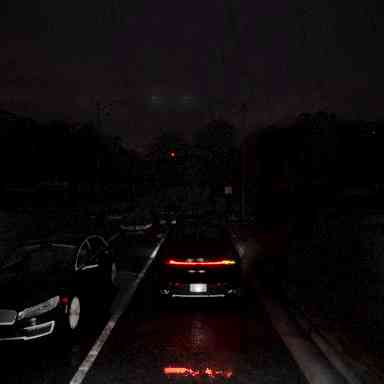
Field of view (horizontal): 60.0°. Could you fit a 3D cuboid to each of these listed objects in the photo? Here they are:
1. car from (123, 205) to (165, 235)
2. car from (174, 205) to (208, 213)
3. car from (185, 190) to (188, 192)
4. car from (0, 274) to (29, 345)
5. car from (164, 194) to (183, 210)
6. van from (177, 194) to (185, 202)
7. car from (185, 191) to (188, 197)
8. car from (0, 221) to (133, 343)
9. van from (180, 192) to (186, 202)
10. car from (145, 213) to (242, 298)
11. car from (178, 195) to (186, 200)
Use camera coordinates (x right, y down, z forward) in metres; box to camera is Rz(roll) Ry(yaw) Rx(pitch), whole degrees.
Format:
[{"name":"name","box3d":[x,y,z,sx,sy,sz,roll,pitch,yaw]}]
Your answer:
[{"name":"car","box3d":[-2.644,1.585,17.432,1.802,1.307,4.206,-2,0,0]},{"name":"car","box3d":[0.145,1.604,18.621,1.895,1.301,4.718,0,0,1]},{"name":"car","box3d":[-2.576,1.146,94.078,2.192,1.841,5.009,-1,1,0]},{"name":"car","box3d":[-2.658,1.550,1.088,2.008,1.369,4.403,-2,0,0]},{"name":"car","box3d":[-2.627,1.490,44.209,1.967,1.590,4.097,-2,0,0]},{"name":"van","box3d":[-2.594,1.314,77.445,1.690,1.788,3.998,-1,0,0]},{"name":"car","box3d":[-2.602,1.319,71.908,2.192,1.841,5.009,-1,0,0]},{"name":"car","box3d":[-2.654,1.549,6.537,2.008,1.369,4.403,-2,0,0]},{"name":"van","box3d":[-2.606,1.369,66.365,1.690,1.788,3.998,-1,0,0]},{"name":"car","box3d":[0.110,1.503,8.490,1.837,1.490,4.892,0,0,0]},{"name":"car","box3d":[-2.578,1.443,88.529,2.008,1.369,4.403,-1,0,0]}]
